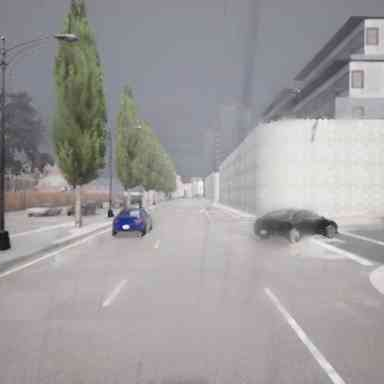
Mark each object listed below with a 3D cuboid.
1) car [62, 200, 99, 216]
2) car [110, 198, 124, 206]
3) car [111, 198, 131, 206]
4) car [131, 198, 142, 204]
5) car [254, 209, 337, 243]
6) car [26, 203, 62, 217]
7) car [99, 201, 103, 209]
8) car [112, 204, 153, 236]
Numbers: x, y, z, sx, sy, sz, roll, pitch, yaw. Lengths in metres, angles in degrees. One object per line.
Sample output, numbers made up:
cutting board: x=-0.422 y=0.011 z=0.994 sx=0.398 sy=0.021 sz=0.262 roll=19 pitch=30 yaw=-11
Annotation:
car: x=-11.592 y=1.817 z=34.977 sx=1.994 sy=1.385 sz=4.181 roll=0 pitch=0 yaw=0
car: x=-14.997 y=1.926 z=66.488 sx=1.812 sy=1.442 sz=4.674 roll=0 pitch=0 yaw=0
car: x=-11.555 y=1.913 z=53.672 sx=1.812 sy=1.442 sz=4.674 roll=0 pitch=-1 yaw=0
car: x=-11.497 y=1.916 z=68.882 sx=1.994 sy=1.385 sz=4.181 roll=0 pitch=0 yaw=0
car: x=5.253 y=1.598 z=16.573 sx=4.892 sy=1.490 sz=1.837 roll=0 pitch=-4 yaw=-35
car: x=-15.095 y=1.848 z=34.236 sx=1.895 sy=1.301 sz=4.718 roll=0 pitch=0 yaw=0
car: x=-15.061 y=1.915 z=50.964 sx=2.033 sy=1.411 sz=5.357 roll=0 pitch=0 yaw=0
car: x=-3.403 y=1.661 z=19.456 sx=1.812 sy=1.442 sz=4.674 roll=0 pitch=0 yaw=0
